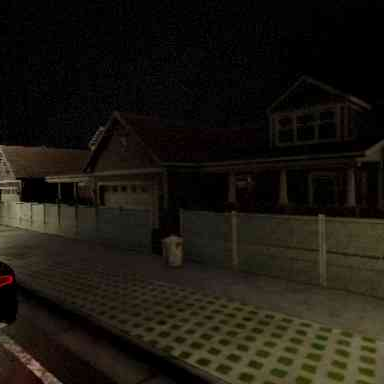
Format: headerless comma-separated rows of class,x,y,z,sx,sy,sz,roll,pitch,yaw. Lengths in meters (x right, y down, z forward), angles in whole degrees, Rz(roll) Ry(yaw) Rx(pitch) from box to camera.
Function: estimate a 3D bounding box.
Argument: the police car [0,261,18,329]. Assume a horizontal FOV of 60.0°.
police car,-4.883,1.423,5.968,5.238,1.638,1.930,0,2,44
